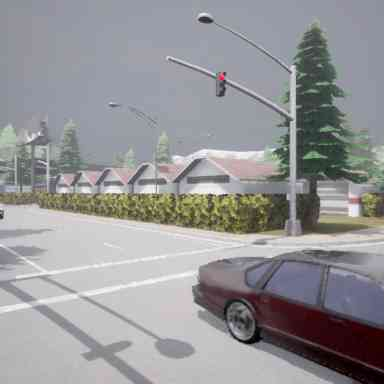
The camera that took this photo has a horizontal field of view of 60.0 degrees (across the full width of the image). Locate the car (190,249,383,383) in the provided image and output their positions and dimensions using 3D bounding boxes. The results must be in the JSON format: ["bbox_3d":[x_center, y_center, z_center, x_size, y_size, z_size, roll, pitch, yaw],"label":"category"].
[{"bbox_3d":[2.244,1.571,4.463,2.033,1.411,5.357,0,0,-40],"label":"car"}]

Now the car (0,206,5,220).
[{"bbox_3d":[-16.756,1.528,27.233,1.895,1.301,4.718,0,0,-40],"label":"car"}]
